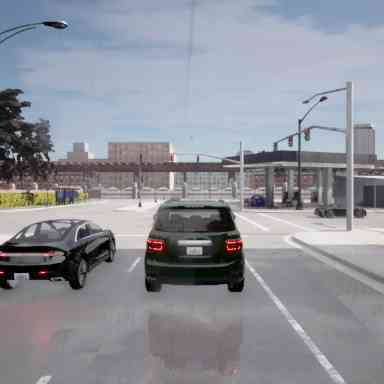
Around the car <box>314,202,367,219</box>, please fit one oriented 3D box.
[{"bbox_3d":[12.935,1.564,29.118,4.181,1.385,1.994,0,0,-1],"label":"car"}]

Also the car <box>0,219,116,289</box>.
[{"bbox_3d":[-3.438,1.492,9.150,2.128,1.511,4.902,0,0,0],"label":"car"}]

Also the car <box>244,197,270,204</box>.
[{"bbox_3d":[12.842,1.600,65.593,4.718,1.301,1.895,0,0,-18],"label":"car"}]

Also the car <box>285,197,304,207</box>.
[{"bbox_3d":[15.358,1.456,50.032,1.970,1.475,3.806,0,0,0],"label":"car"}]

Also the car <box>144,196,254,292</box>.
[{"bbox_3d":[0.067,1.221,9.068,2.150,2.045,5.566,0,0,0],"label":"car"}]

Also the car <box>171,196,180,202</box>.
[{"bbox_3d":[-3.644,1.552,74.497,1.994,1.385,4.181,0,0,0],"label":"car"}]

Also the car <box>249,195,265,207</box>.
[{"bbox_3d":[9.614,1.295,49.259,2.242,1.667,4.611,0,0,0],"label":"car"}]
